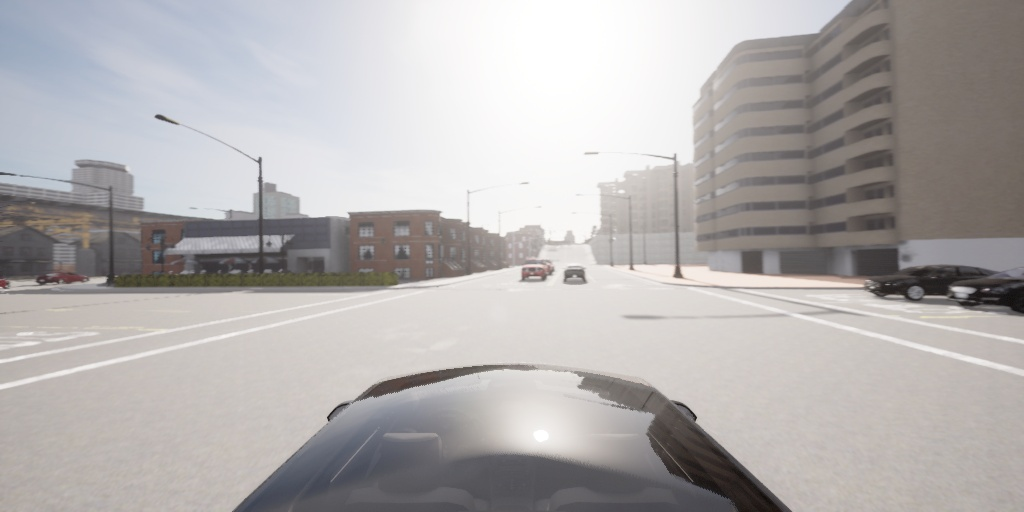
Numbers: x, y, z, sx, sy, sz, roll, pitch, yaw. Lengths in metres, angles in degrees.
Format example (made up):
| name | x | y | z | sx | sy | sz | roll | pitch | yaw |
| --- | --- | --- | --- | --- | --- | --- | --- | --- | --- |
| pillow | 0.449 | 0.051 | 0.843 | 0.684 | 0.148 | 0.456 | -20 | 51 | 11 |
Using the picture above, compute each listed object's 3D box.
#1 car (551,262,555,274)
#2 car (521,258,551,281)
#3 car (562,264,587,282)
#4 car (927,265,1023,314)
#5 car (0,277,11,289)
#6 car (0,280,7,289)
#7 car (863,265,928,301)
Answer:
| name | x | y | z | sx | sy | sz | roll | pitch | yaw |
| --- | --- | --- | --- | --- | --- | --- | --- | --- | --- |
| car | 3.886 | 1.278 | 44.467 | 2.150 | 2.045 | 5.566 | -1 | -1 | 10 |
| car | 2.202 | 1.211 | 34.379 | 2.150 | 2.045 | 5.566 | -1 | -1 | 9 |
| car | 5.488 | 1.408 | 31.589 | 1.837 | 1.490 | 4.892 | -1 | -1 | 9 |
| car | 18.122 | 1.100 | 12.197 | 4.902 | 1.511 | 2.128 | 0 | 0 | 8 |
| car | -47.150 | 2.374 | 32.022 | 1.812 | 1.442 | 4.674 | -1 | -1 | -39 |
| car | -18.318 | 1.619 | 10.500 | 4.902 | 1.511 | 2.128 | -1 | -1 | 11 |
| car | 18.463 | 1.139 | 15.684 | 4.892 | 1.490 | 1.837 | 0 | 0 | 8 |
